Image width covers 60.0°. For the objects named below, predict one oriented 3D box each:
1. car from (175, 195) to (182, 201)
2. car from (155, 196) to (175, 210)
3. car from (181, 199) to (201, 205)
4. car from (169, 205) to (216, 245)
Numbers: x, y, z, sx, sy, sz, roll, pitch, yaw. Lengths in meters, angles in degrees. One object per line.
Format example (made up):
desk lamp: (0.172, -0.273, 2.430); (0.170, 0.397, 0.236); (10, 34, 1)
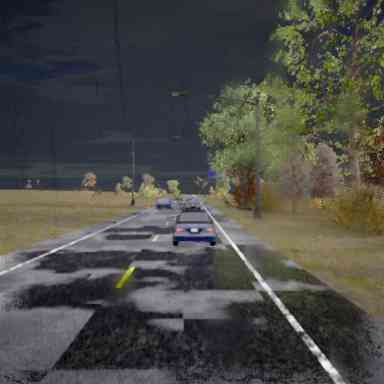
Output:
car: (-3.491, 1.510, 83.371); (1.994, 1.385, 4.181); (0, 0, 0)
car: (-3.583, 1.450, 42.810); (1.882, 1.535, 5.008); (0, 0, 0)
car: (0.104, 1.522, 40.381); (2.033, 1.411, 5.357); (0, 0, 0)
car: (0.099, 1.536, 15.484); (2.033, 1.411, 5.357); (0, 0, 0)
